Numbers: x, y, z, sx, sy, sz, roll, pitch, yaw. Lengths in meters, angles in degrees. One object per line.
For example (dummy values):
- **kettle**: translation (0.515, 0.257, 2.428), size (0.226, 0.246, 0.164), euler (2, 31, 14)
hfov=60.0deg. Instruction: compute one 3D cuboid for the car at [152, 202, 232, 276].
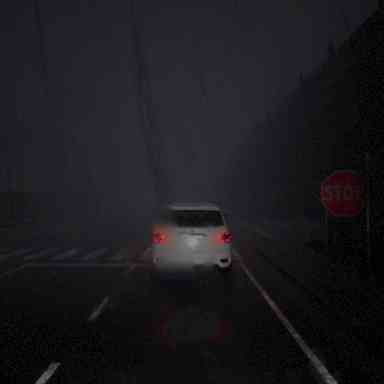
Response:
- **car**: translation (-0.006, 1.345, 10.874), size (2.150, 2.045, 5.566), euler (0, -1, 0)
